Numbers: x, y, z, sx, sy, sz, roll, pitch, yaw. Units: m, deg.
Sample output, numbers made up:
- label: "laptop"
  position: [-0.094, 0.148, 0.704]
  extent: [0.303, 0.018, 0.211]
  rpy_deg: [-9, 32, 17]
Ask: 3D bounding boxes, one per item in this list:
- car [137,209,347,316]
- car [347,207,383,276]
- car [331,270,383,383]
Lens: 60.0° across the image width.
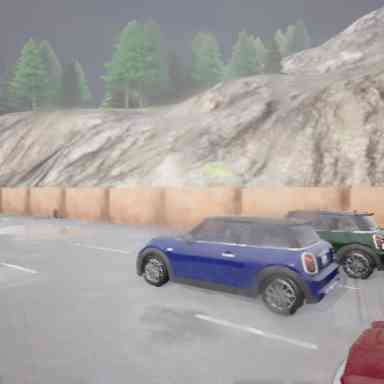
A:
- label: "car"
  position: [0.854, 1.311, 7.690]
  extent: [4.553, 1.767, 2.097]
  rpy_deg: [0, 0, 36]
- label: "car"
  position: [3.445, 1.305, 10.136]
  extent: [4.553, 1.767, 2.097]
  rpy_deg: [0, 0, 36]
- label: "car"
  position: [3.239, 1.601, 1.692]
  extent: [4.718, 1.301, 1.895]
  rpy_deg: [0, 0, 36]
